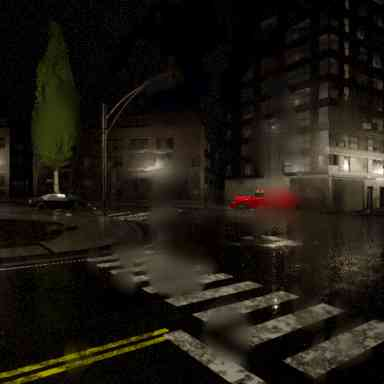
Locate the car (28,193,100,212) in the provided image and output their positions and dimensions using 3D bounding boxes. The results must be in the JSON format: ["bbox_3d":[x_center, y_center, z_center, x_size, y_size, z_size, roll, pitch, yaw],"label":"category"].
[{"bbox_3d":[-10.075,0.800,26.150,5.357,1.411,2.033,1,0,11],"label":"car"}]

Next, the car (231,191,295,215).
[{"bbox_3d":[6.315,0.880,29.729,5.566,2.045,2.150,1,0,11],"label":"car"}]
